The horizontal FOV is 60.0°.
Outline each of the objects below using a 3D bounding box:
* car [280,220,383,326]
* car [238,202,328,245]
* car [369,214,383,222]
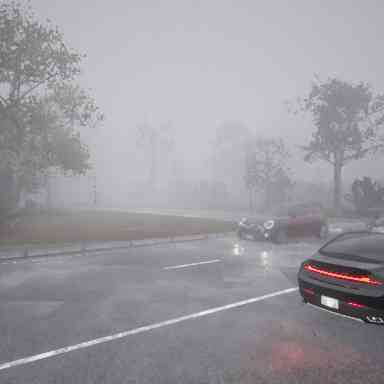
[{"bbox_3d":[4.172,1.505,6.694,4.892,1.490,1.837,0,0,-35],"label":"car"},{"bbox_3d":[4.303,1.352,15.609,4.553,1.767,2.097,0,0,-35],"label":"car"},{"bbox_3d":[9.789,1.491,15.195,4.902,1.511,2.128,0,0,-35],"label":"car"}]
